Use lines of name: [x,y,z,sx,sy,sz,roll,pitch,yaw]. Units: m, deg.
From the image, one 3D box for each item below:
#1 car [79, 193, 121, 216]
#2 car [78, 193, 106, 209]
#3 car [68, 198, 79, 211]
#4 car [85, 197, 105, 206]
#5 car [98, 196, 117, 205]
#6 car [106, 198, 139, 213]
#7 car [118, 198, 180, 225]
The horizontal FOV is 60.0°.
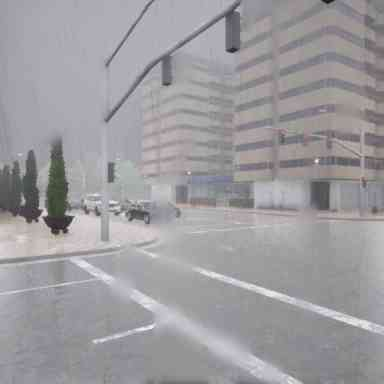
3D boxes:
car: [-8.956,1.222,32.767,2.150,2.045,5.566,0,0,-35]
car: [-13.834,1.221,45.878,2.150,2.045,5.566,0,0,-34]
car: [-14.576,1.526,40.789,1.812,1.442,4.674,0,0,-35]
car: [-16.401,1.564,55.948,1.994,1.385,4.181,0,0,-35]
car: [-15.554,1.526,60.837,1.812,1.442,4.674,0,0,-35]
car: [-7.926,1.505,37.401,1.837,1.490,4.892,0,0,-35]
car: [-3.296,1.491,24.684,2.128,1.511,4.902,0,0,-35]
